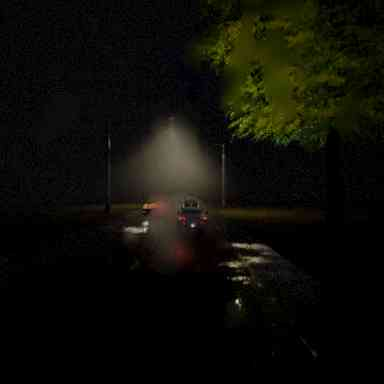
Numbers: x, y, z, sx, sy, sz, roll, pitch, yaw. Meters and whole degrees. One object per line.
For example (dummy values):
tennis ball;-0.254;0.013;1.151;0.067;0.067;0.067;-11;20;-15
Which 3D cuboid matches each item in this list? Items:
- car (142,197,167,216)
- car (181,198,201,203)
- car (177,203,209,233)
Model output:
car;-3.765;1.449;33.918;2.097;1.767;4.553;0;0;0
car;-0.099;1.444;36.973;2.097;1.767;4.553;0;0;0
car;0.035;1.604;20.362;1.812;1.442;4.674;0;0;0
